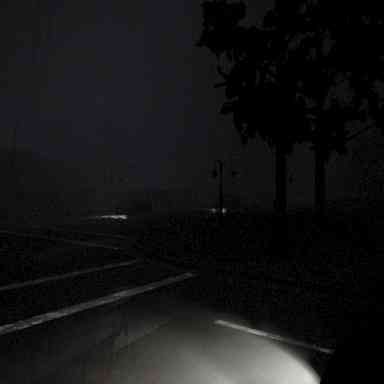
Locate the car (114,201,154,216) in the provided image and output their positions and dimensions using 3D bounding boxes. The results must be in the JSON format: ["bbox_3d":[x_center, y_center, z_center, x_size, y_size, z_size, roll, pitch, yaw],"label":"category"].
[{"bbox_3d":[-5.725,1.564,33.096,1.994,1.385,4.181,0,0,34],"label":"car"}]

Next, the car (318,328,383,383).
[{"bbox_3d":[2.887,1.564,1.913,4.181,1.385,1.994,0,0,36],"label":"car"}]

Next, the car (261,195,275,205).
[{"bbox_3d":[13.853,1.347,60.774,2.097,1.767,4.553,0,0,7],"label":"car"}]

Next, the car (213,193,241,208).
[{"bbox_3d":[5.263,1.243,49.141,2.150,2.045,5.566,0,0,34],"label":"car"}]
